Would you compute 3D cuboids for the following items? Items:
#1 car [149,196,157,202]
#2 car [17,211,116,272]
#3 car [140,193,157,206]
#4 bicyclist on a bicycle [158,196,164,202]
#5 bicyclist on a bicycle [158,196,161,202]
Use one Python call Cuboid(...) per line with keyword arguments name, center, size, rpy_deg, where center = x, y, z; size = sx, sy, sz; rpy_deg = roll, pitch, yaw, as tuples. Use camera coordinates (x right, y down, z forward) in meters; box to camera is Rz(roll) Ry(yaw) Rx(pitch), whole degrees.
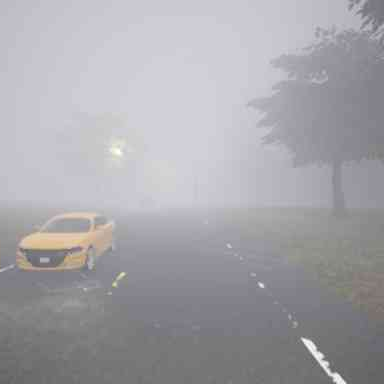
Cuboid(name="car", center=(-11.031, 1.977, 94.370), size=(1.837, 1.490, 4.892), rpy_deg=(0, -1, -13))
Cuboid(name="car", center=(-3.790, 1.437, 10.875), size=(1.882, 1.535, 5.008), rpy_deg=(0, 0, -2))
Cuboid(name="car", center=(-7.135, 1.181, 53.304), size=(2.150, 2.045, 5.566), rpy_deg=(0, 0, -7))
Cuboid(name="bicyclist on a bicycle", center=(-7.142, 1.740, 80.632), size=(0.866, 1.612, 1.509), rpy_deg=(0, 0, -11))
Cuboid(name="bicyclist on a bicycle", center=(-8.727, 1.897, 88.262), size=(0.582, 1.620, 1.656), rpy_deg=(0, -1, -12))
